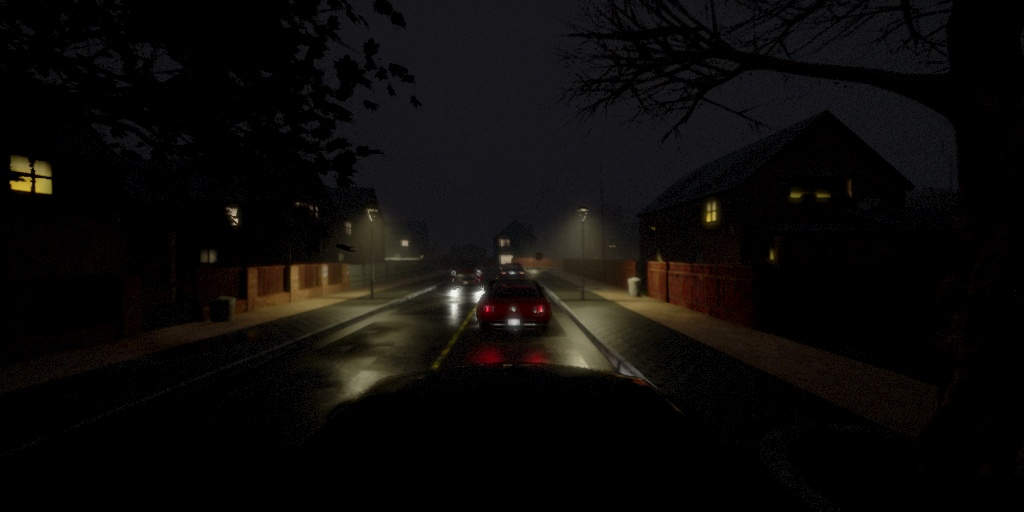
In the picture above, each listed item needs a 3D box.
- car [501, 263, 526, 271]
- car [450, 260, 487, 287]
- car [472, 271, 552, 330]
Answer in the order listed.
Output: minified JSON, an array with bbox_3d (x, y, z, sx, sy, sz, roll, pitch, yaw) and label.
[{"bbox_3d":[0.081,1.253,27.810,2.033,1.411,5.357,0,0,0],"label":"car"},{"bbox_3d":[-2.839,1.056,24.167,2.097,1.767,4.553,0,0,0],"label":"car"},{"bbox_3d":[0.070,1.322,10.990,1.895,1.301,4.718,0,0,0],"label":"car"}]
